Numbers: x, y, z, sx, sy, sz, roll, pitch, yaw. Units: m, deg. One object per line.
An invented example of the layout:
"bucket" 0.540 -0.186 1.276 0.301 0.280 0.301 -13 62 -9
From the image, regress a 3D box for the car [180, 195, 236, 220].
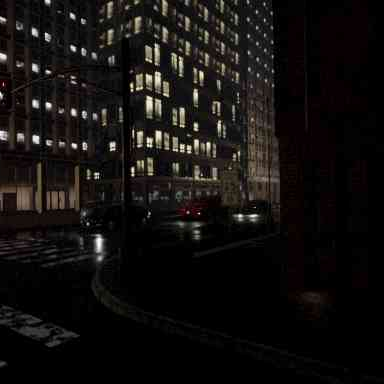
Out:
"car" 1.281 1.307 29.092 2.150 2.045 5.566 -1 -1 36

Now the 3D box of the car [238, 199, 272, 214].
"car" 7.284 1.584 37.456 1.882 1.535 5.008 -1 -1 36

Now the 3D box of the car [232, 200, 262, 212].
"car" 6.873 1.689 41.349 1.752 1.417 4.829 -2 -1 36

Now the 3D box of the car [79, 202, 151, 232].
"car" -4.606 1.571 20.901 1.837 1.490 4.892 -1 -1 33

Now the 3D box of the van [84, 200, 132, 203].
"van" -5.953 1.460 23.433 1.690 1.788 3.998 -2 -1 36
